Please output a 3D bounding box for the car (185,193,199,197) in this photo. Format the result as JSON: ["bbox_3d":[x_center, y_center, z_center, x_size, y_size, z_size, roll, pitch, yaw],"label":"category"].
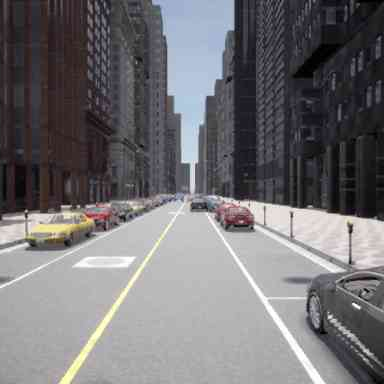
[{"bbox_3d":[0.000,1.266,75.205,2.097,1.767,4.553,0,0,0],"label":"car"}]

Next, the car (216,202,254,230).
[{"bbox_3d":[2.761,1.543,20.869,1.887,1.381,4.507,0,0,0],"label":"car"}]

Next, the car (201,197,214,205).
[{"bbox_3d":[2.761,1.572,60.323,2.008,1.369,4.403,0,0,0],"label":"car"}]

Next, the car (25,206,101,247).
[{"bbox_3d":[-5.764,1.524,15.045,1.752,1.417,4.829,0,0,0],"label":"car"}]

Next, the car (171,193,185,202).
[{"bbox_3d":[-3.000,1.224,75.925,2.150,2.045,5.566,0,0,0],"label":"car"}]

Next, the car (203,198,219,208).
[{"bbox_3d":[2.761,1.561,49.051,2.008,1.369,4.403,0,0,0],"label":"car"}]

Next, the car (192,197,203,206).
[{"bbox_3d":[0.900,1.528,55.163,1.837,1.490,4.892,0,0,0],"label":"car"}]

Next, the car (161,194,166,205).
[{"bbox_3d":[-5.764,1.456,54.671,1.967,1.590,4.097,0,0,0],"label":"car"}]

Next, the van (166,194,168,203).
[{"bbox_3d":[-5.765,1.362,60.308,1.690,1.788,3.998,0,0,0],"label":"van"}]

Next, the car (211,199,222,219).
[{"bbox_3d":[2.761,1.544,26.506,1.887,1.381,4.507,0,0,0],"label":"car"}]

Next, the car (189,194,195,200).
[{"bbox_3d":[0.000,1.433,90.235,1.837,1.490,4.892,0,0,0],"label":"car"}]

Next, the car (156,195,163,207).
[{"bbox_3d":[-5.764,1.576,49.034,1.947,1.339,4.313,0,0,0],"label":"car"}]

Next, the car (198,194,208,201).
[{"bbox_3d":[2.760,1.364,82.868,2.192,1.841,5.009,0,0,0],"label":"car"}]

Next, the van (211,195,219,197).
[{"bbox_3d":[2.761,1.348,43.414,1.690,1.788,3.998,0,0,0],"label":"van"}]

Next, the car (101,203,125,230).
[{"bbox_3d":[-5.764,1.543,20.852,1.887,1.381,4.507,0,0,0],"label":"car"}]

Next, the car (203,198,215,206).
[{"bbox_3d":[2.761,1.597,54.687,1.802,1.307,4.206,0,0,0],"label":"car"}]

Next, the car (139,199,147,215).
[{"bbox_3d":[-5.764,1.526,31.954,1.752,1.417,4.829,0,0,0],"label":"car"}]

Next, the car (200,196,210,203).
[{"bbox_3d":[2.761,1.579,71.595,1.887,1.381,4.507,0,0,0],"label":"car"}]

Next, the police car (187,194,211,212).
[{"bbox_3d":[0.774,1.432,39.247,1.930,1.638,5.238,0,0,-2],"label":"police car"}]

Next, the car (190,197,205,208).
[{"bbox_3d":[0.784,1.491,49.140,1.882,1.535,5.008,0,0,-2],"label":"car"}]

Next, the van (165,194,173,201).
[{"bbox_3d":[-5.765,1.390,82.853,1.690,1.788,3.998,0,0,0],"label":"van"}]

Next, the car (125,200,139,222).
[{"bbox_3d":[-5.764,1.565,26.488,1.947,1.339,4.313,0,0,0],"label":"car"}]

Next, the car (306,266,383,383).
[{"bbox_3d":[2.761,1.550,3.962,2.008,1.369,4.403,0,0,0],"label":"car"}]

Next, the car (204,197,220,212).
[{"bbox_3d":[2.761,1.554,37.778,2.008,1.369,4.403,0,0,0],"label":"car"}]

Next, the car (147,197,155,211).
[{"bbox_3d":[-5.764,1.569,37.761,1.947,1.339,4.313,0,0,0],"label":"car"}]

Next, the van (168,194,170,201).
[{"bbox_3d":[-5.765,1.369,65.944,1.690,1.788,3.998,0,0,0],"label":"van"}]

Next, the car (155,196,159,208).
[{"bbox_3d":[-5.764,1.588,43.398,1.802,1.307,4.206,0,0,0],"label":"car"}]
